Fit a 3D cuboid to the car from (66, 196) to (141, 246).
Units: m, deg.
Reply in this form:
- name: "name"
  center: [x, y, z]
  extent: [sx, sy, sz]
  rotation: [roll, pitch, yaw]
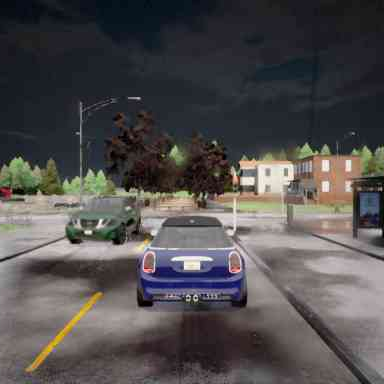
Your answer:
- name: "car"
  center: [-3.865, 1.221, 15.714]
  extent: [2.150, 2.045, 5.566]
  rotation: [0, 0, 4]

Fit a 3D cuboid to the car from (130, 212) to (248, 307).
- name: "car"
  center: [0.010, 1.352, 8.140]
  extent: [2.097, 1.767, 4.553]
  rotation: [0, 0, 0]
